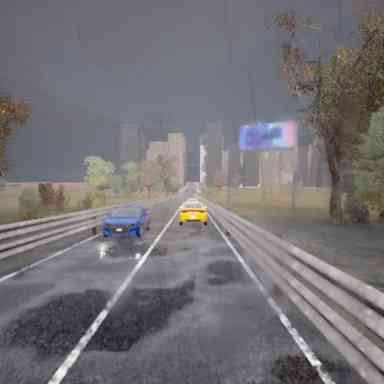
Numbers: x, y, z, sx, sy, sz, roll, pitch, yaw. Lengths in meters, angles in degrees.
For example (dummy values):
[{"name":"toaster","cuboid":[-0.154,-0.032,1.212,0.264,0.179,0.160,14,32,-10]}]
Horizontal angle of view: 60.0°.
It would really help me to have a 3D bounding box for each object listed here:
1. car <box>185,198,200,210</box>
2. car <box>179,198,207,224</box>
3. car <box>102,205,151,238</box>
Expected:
[{"name":"car","cuboid":[0.055,1.513,42.611,1.812,1.442,4.674,0,0,0]},{"name":"car","cuboid":[0.085,1.470,24.412,1.882,1.535,5.008,0,0,0]},{"name":"car","cuboid":[-3.357,1.472,17.804,1.882,1.535,5.008,0,0,0]}]
